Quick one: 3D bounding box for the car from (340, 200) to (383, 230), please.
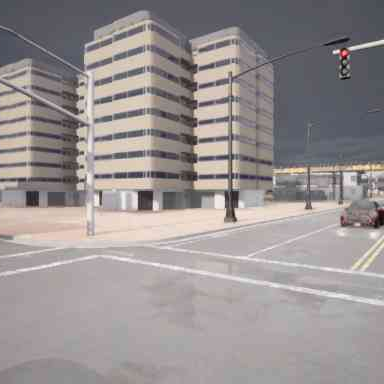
[{"bbox_3d":[11.069,1.344,21.516,2.097,1.767,4.553,0,0,35],"label":"car"}]
